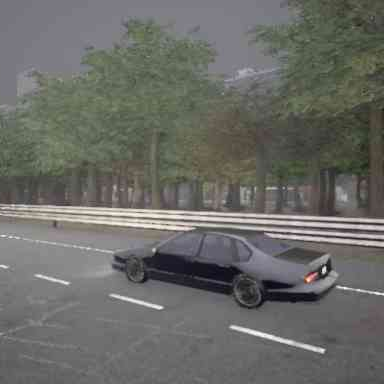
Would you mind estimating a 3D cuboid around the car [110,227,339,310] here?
[{"bbox_3d":[0.479,1.550,7.824,5.357,1.411,2.033,0,0,36],"label":"car"}]
